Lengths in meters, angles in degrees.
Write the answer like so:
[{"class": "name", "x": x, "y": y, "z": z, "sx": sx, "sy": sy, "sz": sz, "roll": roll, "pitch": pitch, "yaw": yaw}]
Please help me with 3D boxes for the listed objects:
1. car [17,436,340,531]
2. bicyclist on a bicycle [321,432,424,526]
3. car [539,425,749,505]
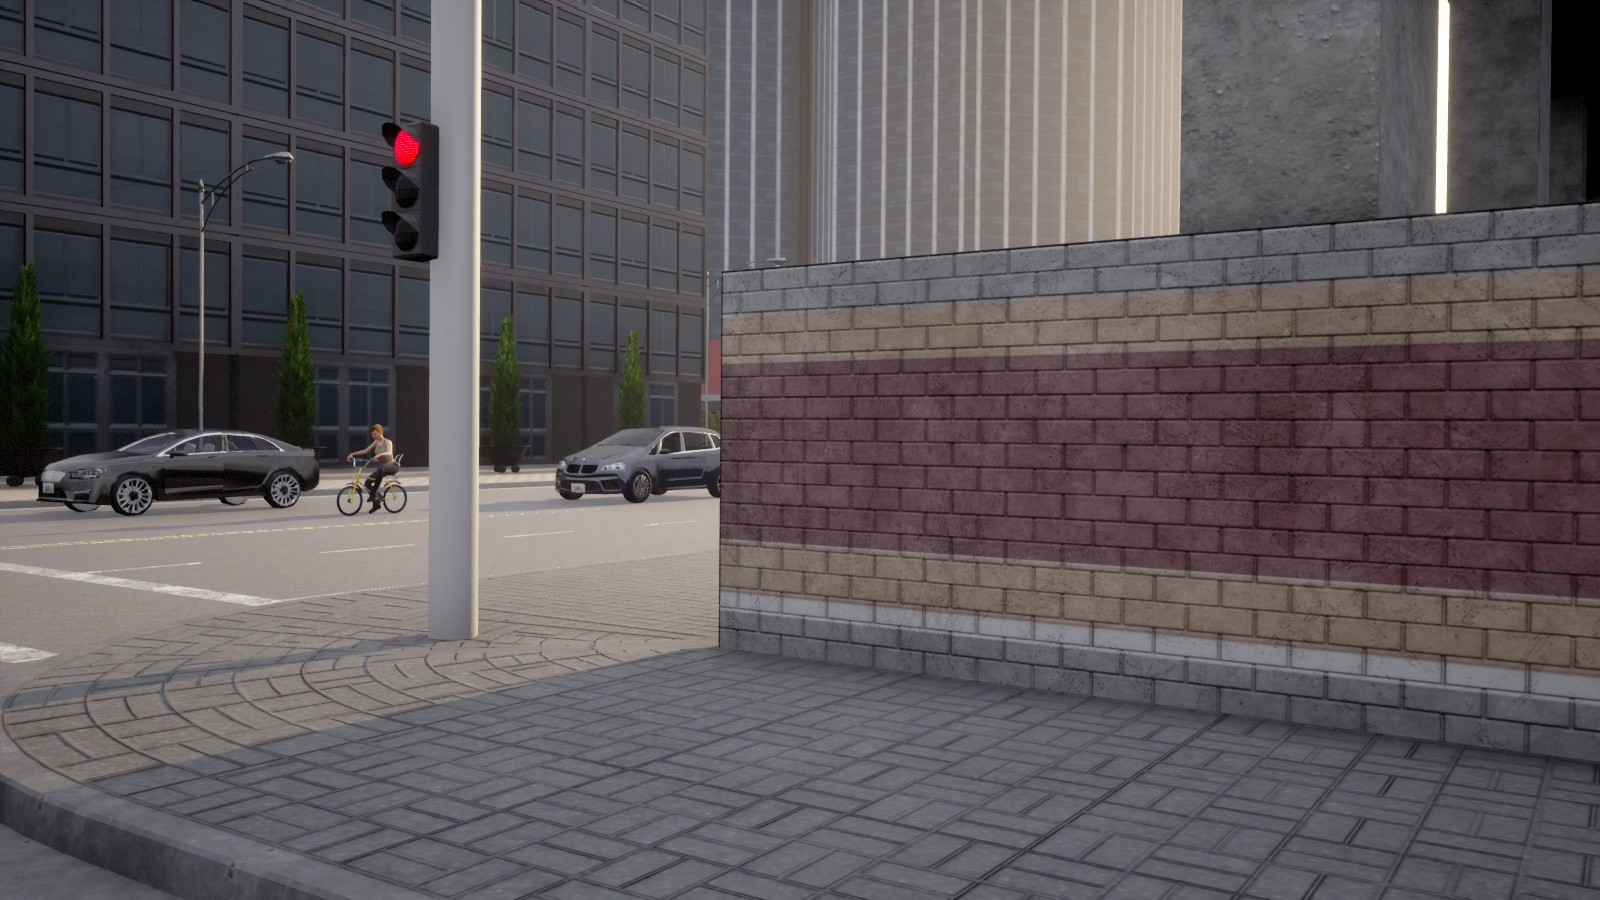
[{"class": "car", "x": -11.276, "y": 0.529, "z": 23.165, "sx": 2.128, "sy": 1.511, "sz": 4.902, "roll": 0, "pitch": 1, "yaw": 34}, {"class": "bicyclist on a bicycle", "x": -7.597, "y": 0.487, "z": 22.361, "sx": 0.866, "sy": 1.612, "sz": 1.509, "roll": 0, "pitch": 1, "yaw": 34}, {"class": "car", "x": -3.441, "y": 0.272, "z": 28.584, "sx": 2.242, "sy": 1.667, "sz": 4.611, "roll": 0, "pitch": 1, "yaw": 34}]
